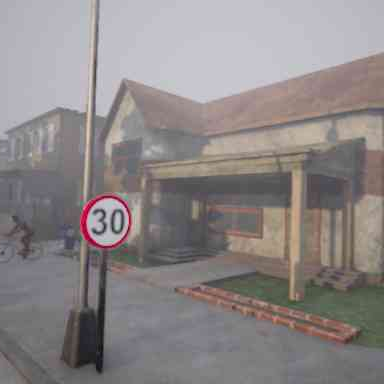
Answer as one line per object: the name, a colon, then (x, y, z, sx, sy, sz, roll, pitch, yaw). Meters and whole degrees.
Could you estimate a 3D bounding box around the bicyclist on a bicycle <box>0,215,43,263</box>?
bicyclist on a bicycle: (-5.974, 1.613, 11.505, 1.656, 1.620, 0.582, 4, -3, -44)
